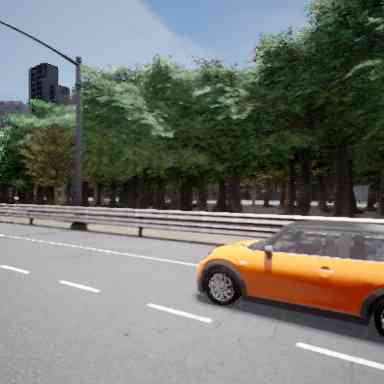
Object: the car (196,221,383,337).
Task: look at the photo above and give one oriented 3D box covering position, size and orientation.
[{"bbox_3d":[2.298,1.352,6.530,4.553,1.767,2.097,0,0,36],"label":"car"}]
